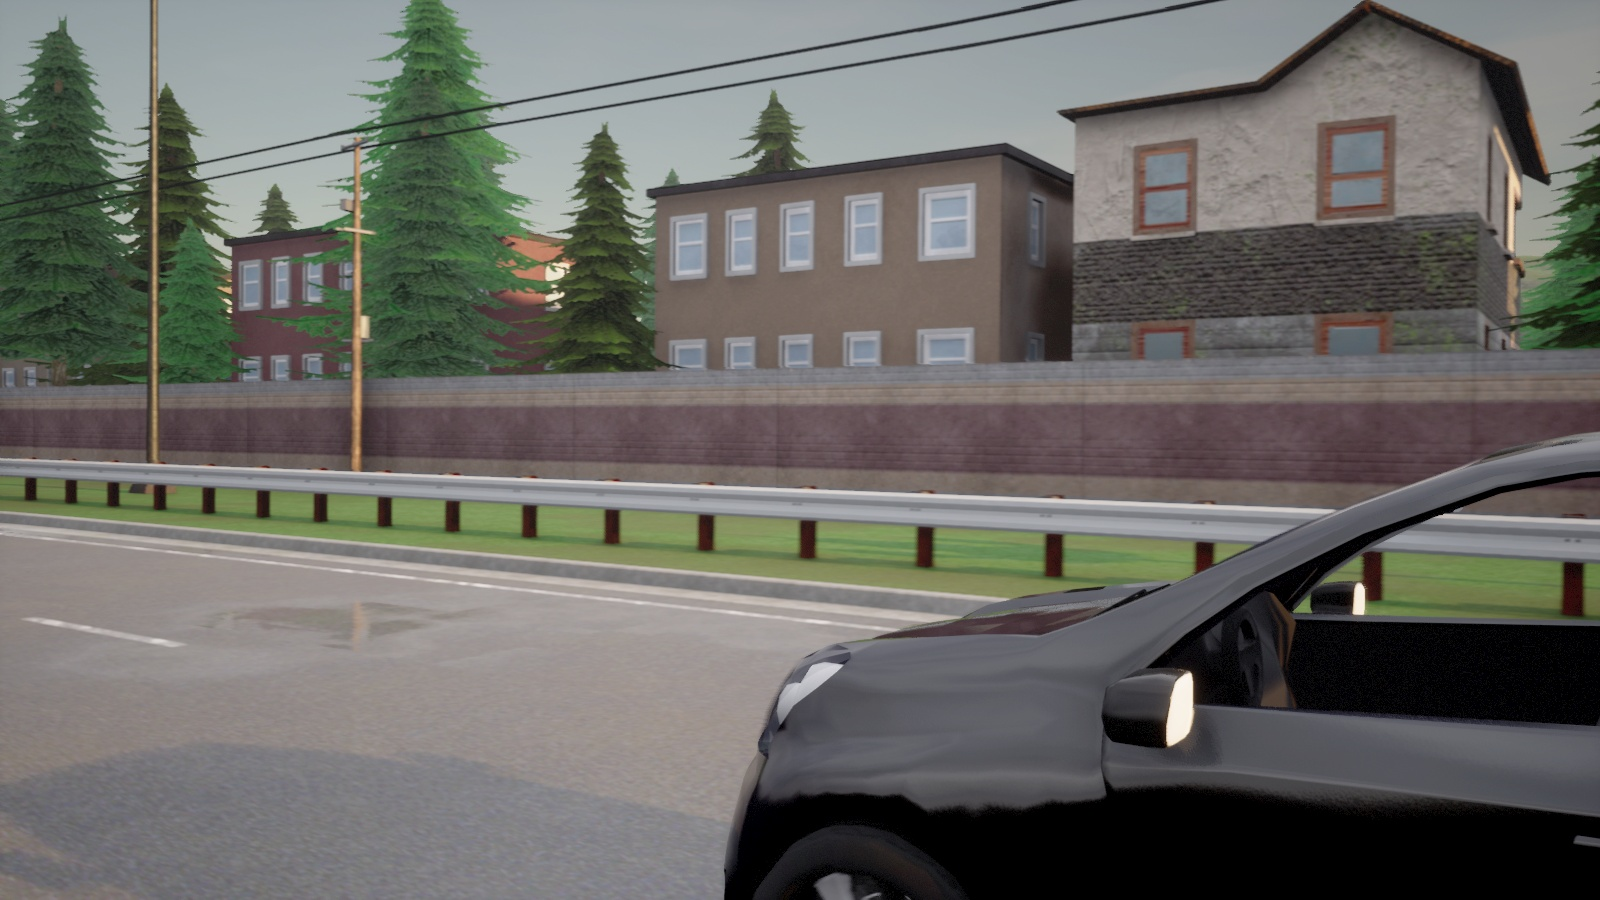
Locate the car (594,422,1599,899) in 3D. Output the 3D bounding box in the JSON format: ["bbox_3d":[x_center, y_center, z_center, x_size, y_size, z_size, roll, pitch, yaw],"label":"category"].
[{"bbox_3d":[1.570,0.696,2.581,3.633,1.501,1.845,0,1,34],"label":"car"}]
